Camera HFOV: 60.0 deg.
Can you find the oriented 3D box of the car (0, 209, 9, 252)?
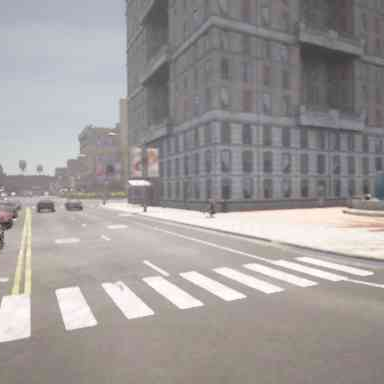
[{"bbox_3d":[-8.731,1.640,13.364,1.994,1.385,4.181,-1,0,-26],"label":"car"}]

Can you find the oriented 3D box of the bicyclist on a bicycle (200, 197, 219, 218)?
[{"bbox_3d":[1.352,1.215,25.772,1.656,1.620,0.582,-1,0,-26],"label":"bicyclist on a bicycle"}]

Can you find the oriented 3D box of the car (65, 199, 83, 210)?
[{"bbox_3d":[-15.512,1.631,43.650,2.033,1.411,5.357,-1,0,-26],"label":"car"}]

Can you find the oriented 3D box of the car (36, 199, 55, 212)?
[{"bbox_3d":[-17.833,1.626,40.561,1.837,1.490,4.892,-1,0,-26],"label":"car"}]

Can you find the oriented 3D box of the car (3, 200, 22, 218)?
[{"bbox_3d":[-17.383,1.643,31.257,1.837,1.490,4.892,-1,1,-26],"label":"car"}]

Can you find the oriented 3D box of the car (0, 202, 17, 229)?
[{"bbox_3d":[-13.006,1.634,22.213,1.812,1.442,4.674,-1,0,-26],"label":"car"}]
